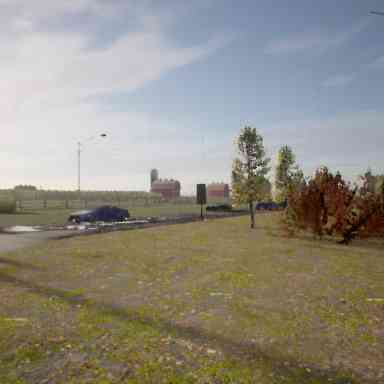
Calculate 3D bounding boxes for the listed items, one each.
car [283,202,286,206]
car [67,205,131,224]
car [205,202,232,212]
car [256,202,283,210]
[{"bbox_3d":[16.934,2.059,59.313,1.812,1.442,4.674,-1,-1,31],"label":"car"},{"bbox_3d":[-7.360,1.764,26.969,2.033,1.411,5.357,-1,-1,32],"label":"car"},{"bbox_3d":[3.584,2.013,44.477,1.895,1.301,4.718,-1,-1,32],"label":"car"},{"bbox_3d":[11.453,1.648,50.322,2.150,2.045,5.566,-1,-1,32],"label":"car"}]
